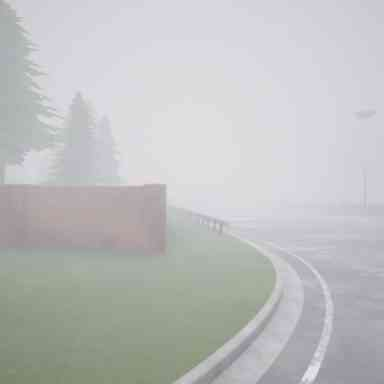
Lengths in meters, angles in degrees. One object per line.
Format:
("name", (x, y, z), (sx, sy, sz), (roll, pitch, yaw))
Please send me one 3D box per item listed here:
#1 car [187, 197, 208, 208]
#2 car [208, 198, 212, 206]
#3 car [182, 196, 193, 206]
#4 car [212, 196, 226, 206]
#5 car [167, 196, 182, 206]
("car", (1.019, 2.179, 62.412), (2.033, 1.411, 5.357), (1, -1, -11))
("car", (2.403, 2.116, 74.369), (2.097, 1.767, 4.553), (1, -1, -10))
("car", (-1.053, 2.209, 73.813), (1.882, 1.535, 5.008), (1, -1, -10))
("car", (5.947, 2.012, 74.435), (2.150, 2.045, 5.566), (1, -1, -10))
("car", (-4.250, 1.913, 71.808), (2.150, 2.045, 5.566), (1, -1, -10))
